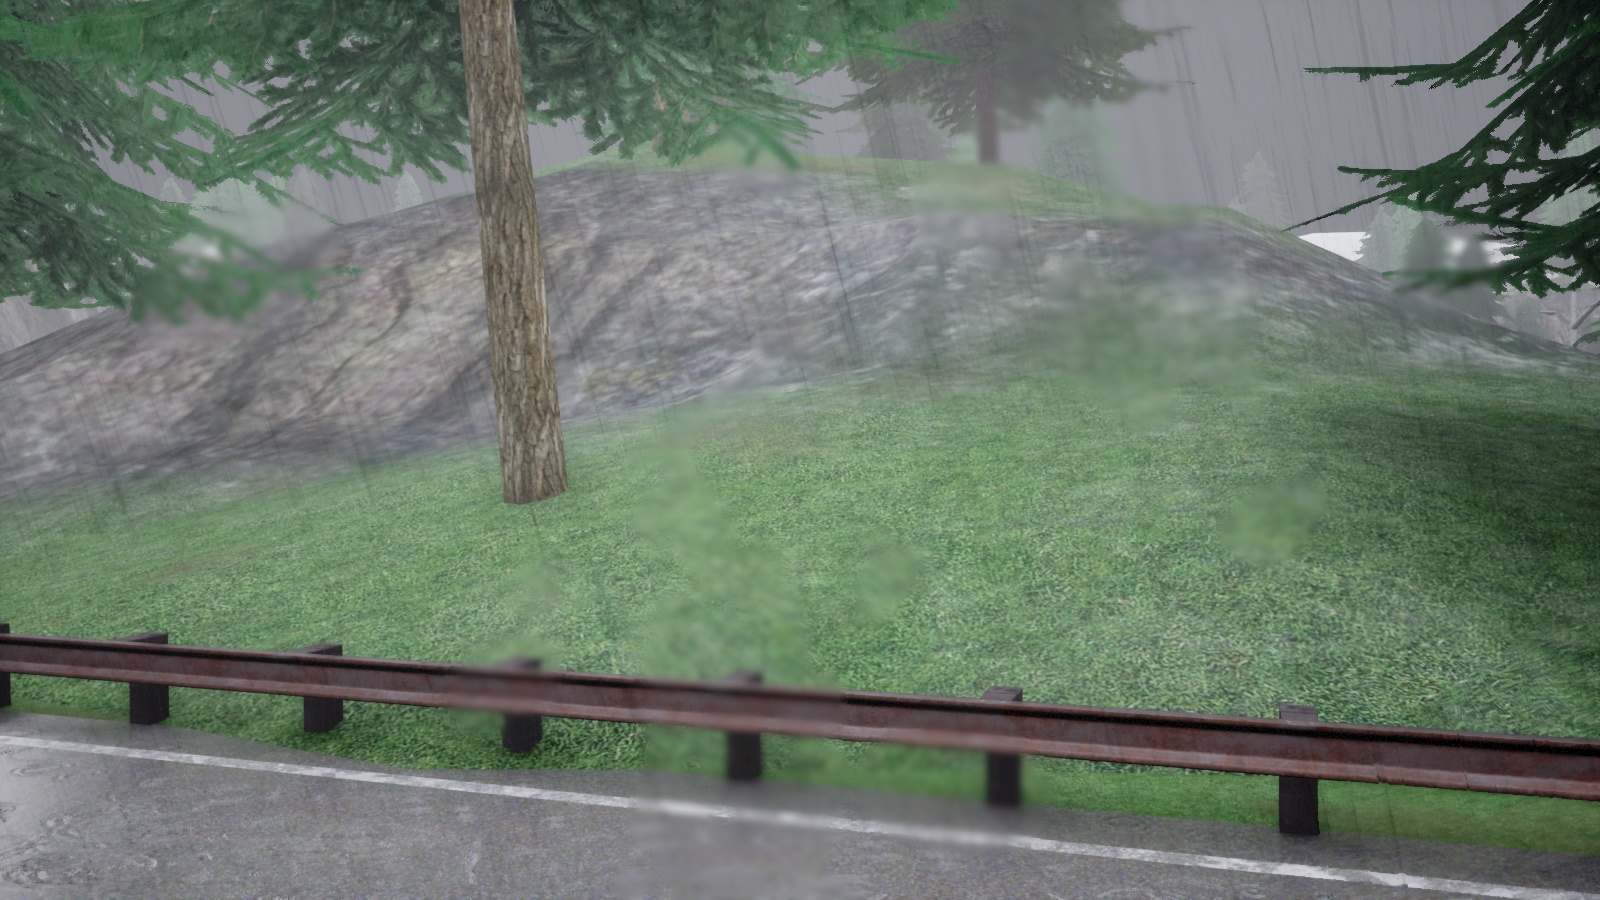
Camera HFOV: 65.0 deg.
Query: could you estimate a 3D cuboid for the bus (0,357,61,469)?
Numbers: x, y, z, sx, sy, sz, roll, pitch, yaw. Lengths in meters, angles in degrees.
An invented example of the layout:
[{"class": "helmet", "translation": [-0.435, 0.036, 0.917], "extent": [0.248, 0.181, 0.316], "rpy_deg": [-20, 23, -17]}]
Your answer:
[{"class": "bus", "translation": [-33.015, -1.391, 45.987], "extent": [3.944, 4.253, 10.273], "rpy_deg": [1, 1, 17]}]
